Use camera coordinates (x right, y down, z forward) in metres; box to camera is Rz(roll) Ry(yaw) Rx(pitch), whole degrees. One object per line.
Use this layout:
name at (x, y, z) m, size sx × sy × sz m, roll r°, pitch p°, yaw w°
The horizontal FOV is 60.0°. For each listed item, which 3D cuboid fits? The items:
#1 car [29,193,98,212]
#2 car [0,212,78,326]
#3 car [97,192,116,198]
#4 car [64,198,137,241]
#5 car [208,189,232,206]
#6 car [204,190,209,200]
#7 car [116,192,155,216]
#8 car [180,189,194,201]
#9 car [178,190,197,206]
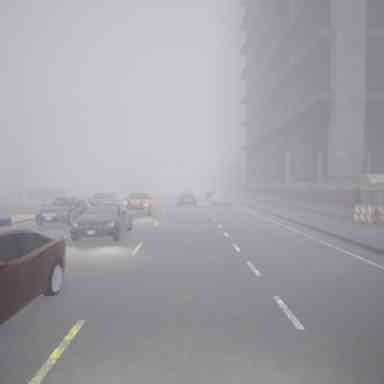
car at (-7.390, 1.060, 19.491) m, size 2.128 × 1.511 × 4.902 m, roll 0°, pitch 1°, yaw -1°
car at (-3.660, 1.359, 5.321) m, size 1.882 × 1.535 × 5.008 m, roll 0°, pitch 1°, yaw -1°
car at (-7.429, 0.799, 27.689) m, size 2.097 × 1.767 × 4.553 m, roll 0°, pitch 1°, yaw -1°
car at (-3.810, 1.196, 14.744) m, size 1.812 × 1.442 × 4.674 m, roll 0°, pitch 1°, yaw -1°
car at (3.045, 0.724, 35.369) m, size 1.812 × 1.442 × 4.674 m, roll 0°, pitch 1°, yaw -1°
car at (2.820, 0.408, 48.524) m, size 1.837 × 1.490 × 4.892 m, roll 0°, pitch 1°, yaw -1°
car at (-3.972, 0.791, 25.027) m, size 2.097 × 1.767 × 4.553 m, roll 0°, pitch 1°, yaw -1°
car at (-0.740, 0.385, 48.545) m, size 1.882 × 1.535 × 5.008 m, roll 0°, pitch 1°, yaw 0°
car at (-0.501, 0.756, 35.820) m, size 1.994 × 1.385 × 4.181 m, roll 0°, pitch 1°, yaw -1°
